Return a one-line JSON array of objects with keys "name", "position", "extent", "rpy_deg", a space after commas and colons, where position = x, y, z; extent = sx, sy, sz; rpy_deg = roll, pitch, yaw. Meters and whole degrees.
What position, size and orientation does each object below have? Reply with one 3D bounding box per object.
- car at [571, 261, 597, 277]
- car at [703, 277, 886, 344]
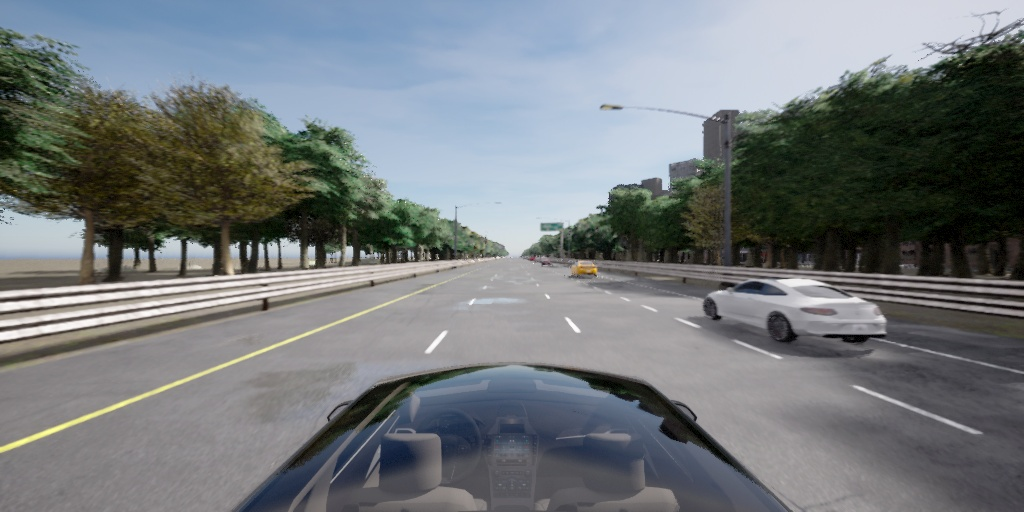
[{"name": "car", "position": [7.062, 1.259, 35.558], "extent": [1.882, 1.535, 5.008], "rpy_deg": [0, 0, 0]}, {"name": "car", "position": [7.003, 1.282, 9.518], "extent": [1.812, 1.442, 4.674], "rpy_deg": [0, 0, 0]}]
